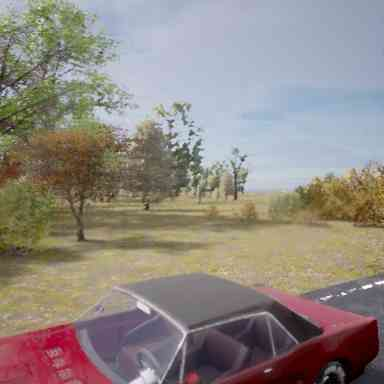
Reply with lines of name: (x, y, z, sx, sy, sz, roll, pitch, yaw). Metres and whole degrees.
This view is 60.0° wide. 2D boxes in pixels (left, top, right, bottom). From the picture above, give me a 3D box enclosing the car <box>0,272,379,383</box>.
car: (-0.329, 1.598, 3.092, 4.718, 1.301, 1.895, 0, 0, -35)
